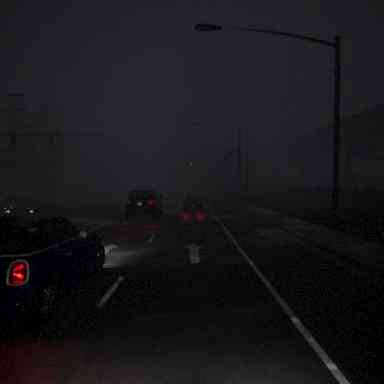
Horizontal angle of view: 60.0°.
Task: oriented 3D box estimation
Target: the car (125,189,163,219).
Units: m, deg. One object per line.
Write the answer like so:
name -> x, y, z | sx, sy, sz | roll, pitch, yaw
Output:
car -> -3.412, 0.821, 24.241 | 2.150, 2.045, 5.566 | 0, 1, 0

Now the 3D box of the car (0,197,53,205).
car -> -10.550, 1.232, 22.568 | 1.895, 1.301, 4.718 | 0, 1, 0

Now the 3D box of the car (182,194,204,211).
car -> 0.095, 0.931, 31.363 | 2.128, 1.511, 4.902 | 0, 1, 0

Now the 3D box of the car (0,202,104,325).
car -> -3.401, 1.259, 7.085 | 2.097, 1.767, 4.553 | 0, 1, 0

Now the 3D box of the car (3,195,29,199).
car -> -14.015, 1.065, 26.406 | 1.837, 1.490, 4.892 | 0, 1, 0
